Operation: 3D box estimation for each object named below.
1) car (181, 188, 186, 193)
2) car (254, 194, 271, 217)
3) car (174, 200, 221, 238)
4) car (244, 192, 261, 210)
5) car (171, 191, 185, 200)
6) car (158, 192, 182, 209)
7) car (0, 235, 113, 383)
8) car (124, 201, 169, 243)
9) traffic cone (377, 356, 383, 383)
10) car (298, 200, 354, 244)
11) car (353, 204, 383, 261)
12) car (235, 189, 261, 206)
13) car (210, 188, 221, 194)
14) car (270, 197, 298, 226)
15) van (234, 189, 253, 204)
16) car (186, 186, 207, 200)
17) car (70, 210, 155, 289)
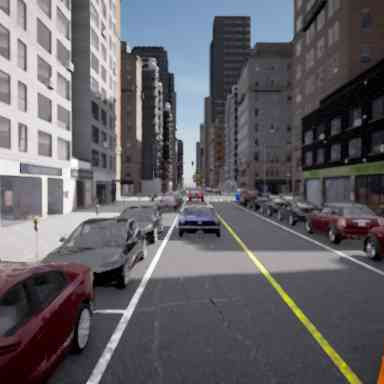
[{"bbox_3d":[-2.105,0.617,41.865,1.967,1.590,4.097,0,1,0],"label":"car"},{"bbox_3d":[6.338,1.068,25.263,2.008,1.369,4.403,0,1,0],"label":"car"},{"bbox_3d":[0.326,1.290,15.825,1.895,1.301,4.718,0,1,0],"label":"car"},{"bbox_3d":[6.366,0.975,30.785,1.947,1.339,4.313,0,1,0],"label":"car"},{"bbox_3d":[-2.133,0.850,36.344,1.947,1.339,4.313,0,1,0],"label":"car"},{"bbox_3d":[-2.160,0.974,30.820,1.802,1.307,4.206,0,1,0],"label":"car"},{"bbox_3d":[-2.298,1.475,3.200,1.887,1.381,4.507,0,1,0],"label":"car"},{"bbox_3d":[-2.243,1.281,14.248,1.947,1.339,4.313,0,1,0],"label":"car"},{"bbox_3d":[2.095,1.888,3.534,0.340,0.580,0.340,0,1,0],"label":"traffic cone"},{"bbox_3d":[6.283,1.172,14.216,1.967,1.590,4.097,0,1,0],"label":"car"},{"bbox_3d":[6.255,1.280,8.693,1.967,1.590,4.097,0,1,0],"label":"car"},{"bbox_3d":[6.394,0.617,36.303,2.192,1.841,5.009,0,1,0],"label":"car"},{"bbox_3d":[6.355,-0.195,85.711,1.967,1.590,4.097,0,1,-1],"label":"car"},{"bbox_3d":[6.311,1.175,19.740,2.008,1.369,4.403,0,1,0],"label":"car"},{"bbox_3d":[6.422,0.535,41.826,1.690,1.788,3.998,0,1,0],"label":"van"},{"bbox_3d":[0.596,0.276,48.578,2.150,2.045,5.566,0,1,0],"label":"car"},{"bbox_3d":[-2.271,1.389,8.724,1.947,1.339,4.313,0,1,0],"label":"car"}]
